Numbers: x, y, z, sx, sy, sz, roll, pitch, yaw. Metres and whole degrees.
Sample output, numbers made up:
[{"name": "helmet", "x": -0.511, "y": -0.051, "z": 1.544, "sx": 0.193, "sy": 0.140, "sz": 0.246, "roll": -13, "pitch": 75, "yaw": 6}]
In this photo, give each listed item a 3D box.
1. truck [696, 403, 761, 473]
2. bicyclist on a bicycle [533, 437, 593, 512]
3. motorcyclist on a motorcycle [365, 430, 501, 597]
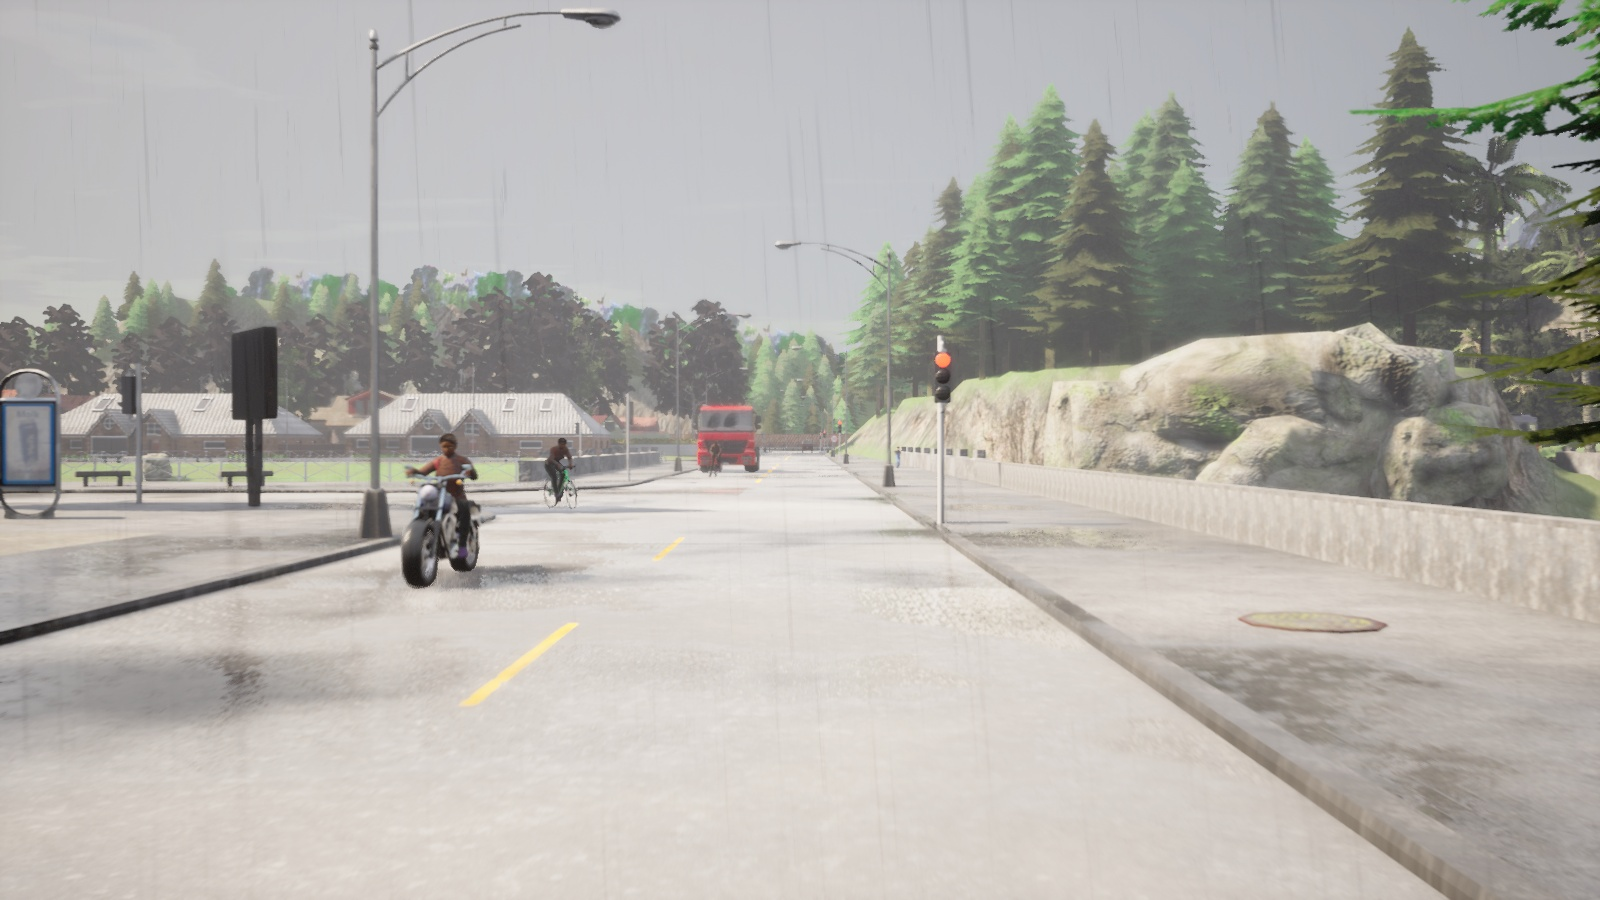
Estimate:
[{"name": "truck", "x": -3.606, "y": -0.607, "z": 65.348, "sx": 2.891, "sy": 3.462, "sz": 7.936, "roll": 0, "pitch": 0, "yaw": 0}, {"name": "bicyclist on a bicycle", "x": -5.372, "y": 0.534, "z": 28.393, "sx": 0.582, "sy": 1.620, "sz": 1.656, "roll": -3, "pitch": 3, "yaw": -37}, {"name": "motorcyclist on a motorcycle", "x": -3.903, "y": 0.617, "z": 13.579, "sx": 0.766, "sy": 1.649, "sz": 2.350, "roll": 0, "pitch": 0, "yaw": 0}]
